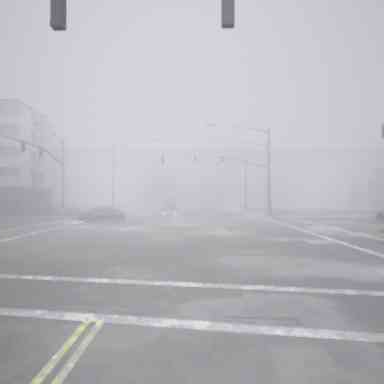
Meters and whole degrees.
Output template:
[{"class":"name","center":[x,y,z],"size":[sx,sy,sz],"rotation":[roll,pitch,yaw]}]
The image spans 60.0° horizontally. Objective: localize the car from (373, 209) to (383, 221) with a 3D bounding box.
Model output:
[{"class":"car","center":[17.680,1.714,27.594],"size":[4.902,1.511,2.128],"rotation":[-1,-1,1]}]

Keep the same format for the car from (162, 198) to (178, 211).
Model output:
[{"class":"car","center":[-3.376,1.914,51.644],"size":[2.150,2.045,5.566],"rotation":[0,0,-2]}]

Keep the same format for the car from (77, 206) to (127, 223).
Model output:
[{"class":"car","center":[-7.812,1.938,29.035],"size":[4.181,1.385,1.994],"rotation":[0,0,-11]}]
